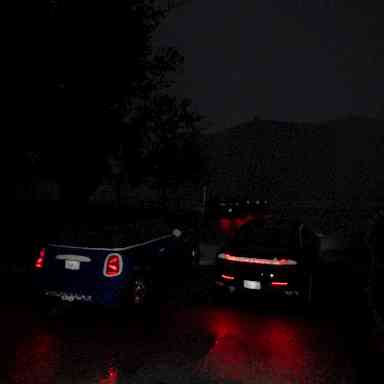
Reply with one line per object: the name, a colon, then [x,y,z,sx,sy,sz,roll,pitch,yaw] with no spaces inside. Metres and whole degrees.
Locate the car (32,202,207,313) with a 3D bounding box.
car: [-1.390,1.274,7.888,2.097,1.767,4.553,1,1,20]

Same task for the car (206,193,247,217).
car: [2.270,1.055,26.061,2.128,1.511,4.902,0,1,-11]

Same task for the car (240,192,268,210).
car: [4.701,0.856,29.086,2.097,1.767,4.553,0,1,-17]

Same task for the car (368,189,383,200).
car: [27.616,0.325,47.446,2.185,1.767,4.553,-1,1,-23]

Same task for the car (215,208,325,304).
car: [2.084,1.409,8.165,2.128,1.511,4.902,1,1,25]
